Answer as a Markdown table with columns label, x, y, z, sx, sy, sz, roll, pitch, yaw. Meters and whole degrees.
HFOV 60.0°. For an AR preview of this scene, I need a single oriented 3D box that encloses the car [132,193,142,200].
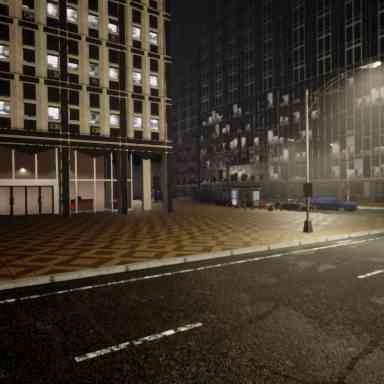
| label | x | y | z | sx | sy | sz | roll | pitch | yaw |
| --- | --- | --- | --- | --- | --- | --- | --- | --- | --- |
| car | -11.672 | 1.038 | 68.155 | 2.008 | 1.369 | 4.403 | 0 | 1 | -35 |

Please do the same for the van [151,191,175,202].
| label | x | y | z | sx | sy | sz | roll | pitch | yaw |
| --- | --- | --- | --- | --- | --- | --- | --- | --- | --- |
| van | -5.222 | 0.936 | 58.791 | 1.690 | 1.788 | 3.998 | 0 | 1 | -35 |

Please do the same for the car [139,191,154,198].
| label | x | y | z | sx | sy | sz | roll | pitch | yaw |
| --- | --- | --- | --- | --- | --- | --- | --- | --- | --- |
| car | -11.219 | 0.684 | 82.267 | 1.967 | 1.590 | 4.097 | 0 | 1 | -35 |

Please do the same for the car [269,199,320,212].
| label | x | y | z | sx | sy | sz | roll | pitch | yaw |
| --- | --- | --- | --- | --- | --- | --- | --- | --- | --- |
| car | 10.792 | 1.422 | 35.318 | 1.947 | 1.339 | 4.313 | -1 | 1 | -35 |

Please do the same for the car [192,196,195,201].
| label | x | y | z | sx | sy | sz | roll | pitch | yaw |
| --- | --- | --- | --- | --- | --- | --- | --- | --- | --- |
| car | 1.679 | 1.041 | 63.547 | 1.802 | 1.307 | 4.206 | -1 | 1 | -35 |

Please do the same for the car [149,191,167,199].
| label | x | y | z | sx | sy | sz | roll | pitch | yaw |
| --- | --- | --- | --- | --- | --- | --- | --- | --- | --- |
| car | -7.994 | 0.613 | 77.585 | 2.192 | 1.841 | 5.009 | 0 | 1 | -35 |

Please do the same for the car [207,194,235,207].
| label | x | y | z | sx | sy | sz | roll | pitch | yaw |
| --- | --- | --- | --- | --- | --- | --- | --- | --- | --- |
| car | 4.405 | 1.318 | 44.724 | 1.947 | 1.339 | 4.313 | -1 | 1 | -35 |

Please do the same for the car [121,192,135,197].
| label | x | y | z | sx | sy | sz | roll | pitch | yaw |
| --- | --- | --- | --- | --- | --- | --- | --- | --- | --- |
| car | -17.667 | 0.686 | 91.629 | 2.008 | 1.369 | 4.403 | 0 | 1 | -35 |

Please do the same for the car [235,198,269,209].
| label | x | y | z | sx | sy | sz | roll | pitch | yaw |
| --- | --- | --- | --- | --- | --- | --- | --- | --- | --- |
| car | 7.581 | 1.387 | 40.011 | 1.802 | 1.307 | 4.206 | -1 | 1 | -35 |

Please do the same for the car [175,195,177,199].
| label | x | y | z | sx | sy | sz | roll | pitch | yaw |
| --- | --- | --- | --- | --- | --- | --- | --- | --- | --- |
| car | -4.770 | 0.934 | 72.908 | 1.802 | 1.307 | 4.206 | 0 | 1 | -35 |

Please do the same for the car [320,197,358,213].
| label | x | y | z | sx | sy | sz | roll | pitch | yaw |
| --- | --- | --- | --- | --- | --- | --- | --- | --- | --- |
| car | 14.590 | 1.316 | 34.582 | 1.882 | 1.535 | 5.008 | -1 | 2 | -35 |

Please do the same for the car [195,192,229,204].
| label | x | y | z | sx | sy | sz | roll | pitch | yaw |
| --- | --- | --- | --- | --- | --- | --- | --- | --- | --- |
| car | 3.004 | 1.004 | 51.419 | 2.097 | 1.767 | 4.553 | -1 | 1 | -34 |

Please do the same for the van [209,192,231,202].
| label | x | y | z | sx | sy | sz | roll | pitch | yaw |
| --- | --- | --- | --- | --- | --- | --- | --- | --- | --- |
| van | 4.902 | 0.853 | 58.863 | 1.690 | 1.788 | 3.998 | -1 | 1 | -35 |
